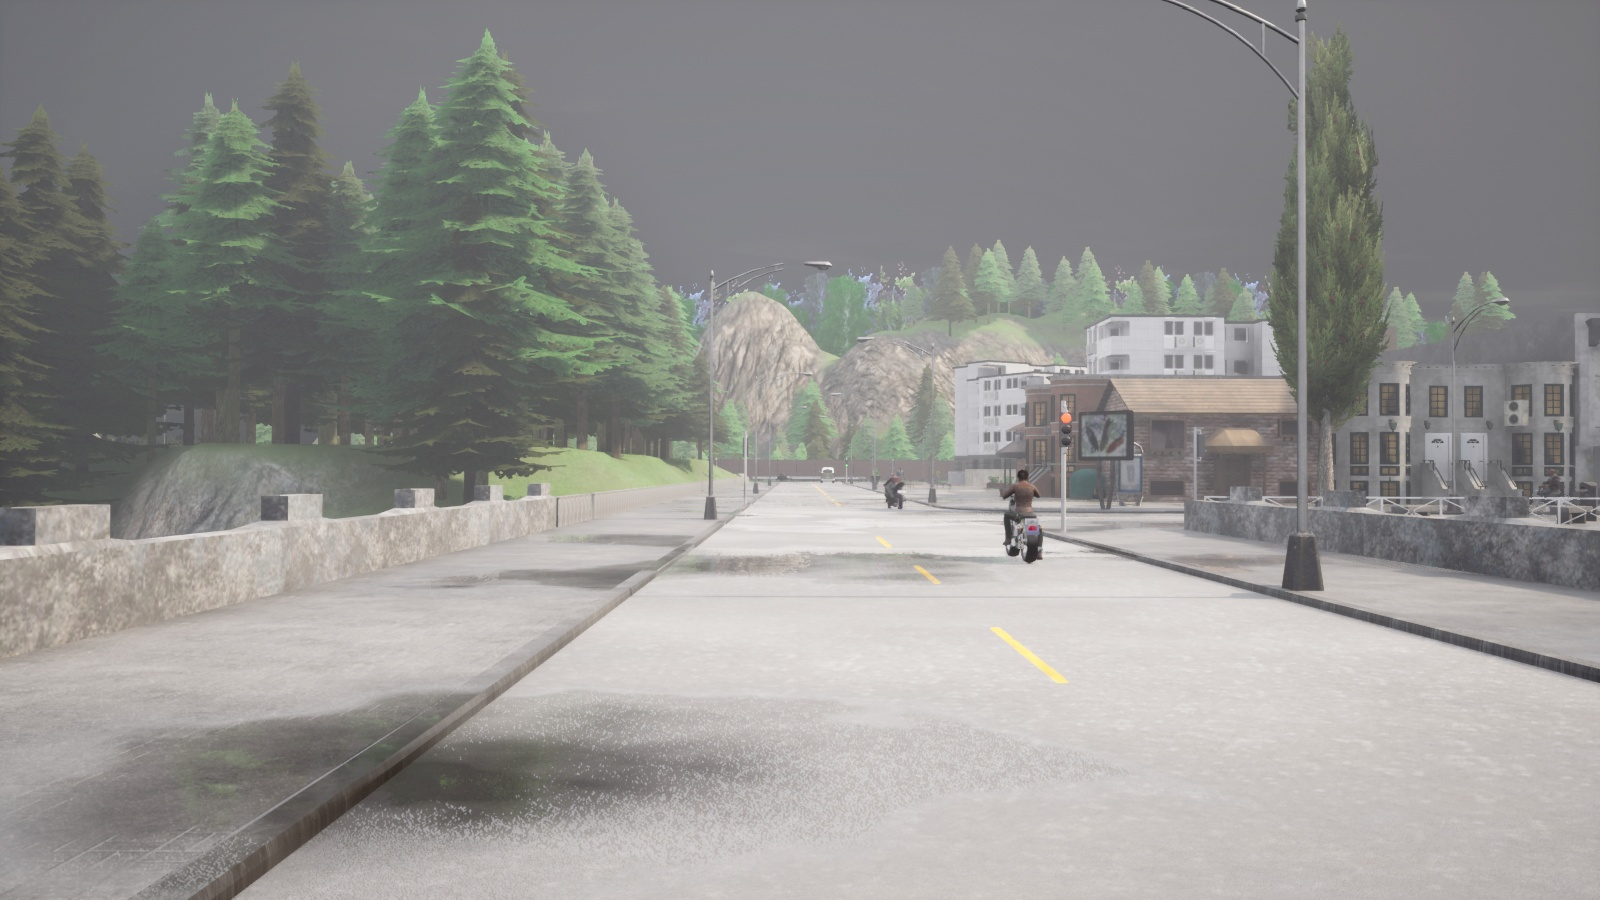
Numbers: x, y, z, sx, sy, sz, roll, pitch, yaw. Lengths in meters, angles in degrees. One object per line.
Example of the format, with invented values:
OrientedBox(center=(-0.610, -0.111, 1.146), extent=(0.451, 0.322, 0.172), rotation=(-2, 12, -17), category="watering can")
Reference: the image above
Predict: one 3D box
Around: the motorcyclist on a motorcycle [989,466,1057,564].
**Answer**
OrientedBox(center=(3.944, 1.124, 22.380), extent=(0.766, 1.649, 2.350), rotation=(0, -1, 0), category="motorcyclist on a motorcycle")

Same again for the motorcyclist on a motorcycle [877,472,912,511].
OrientedBox(center=(3.915, 1.704, 52.005), extent=(0.866, 1.530, 2.191), rotation=(1, -1, -11), category="motorcyclist on a motorcycle")

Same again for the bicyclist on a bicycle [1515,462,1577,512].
OrientedBox(center=(27.186, 1.343, 45.781), extent=(1.843, 1.776, 0.659), rotation=(0, -1, 0), category="bicyclist on a bicycle")
